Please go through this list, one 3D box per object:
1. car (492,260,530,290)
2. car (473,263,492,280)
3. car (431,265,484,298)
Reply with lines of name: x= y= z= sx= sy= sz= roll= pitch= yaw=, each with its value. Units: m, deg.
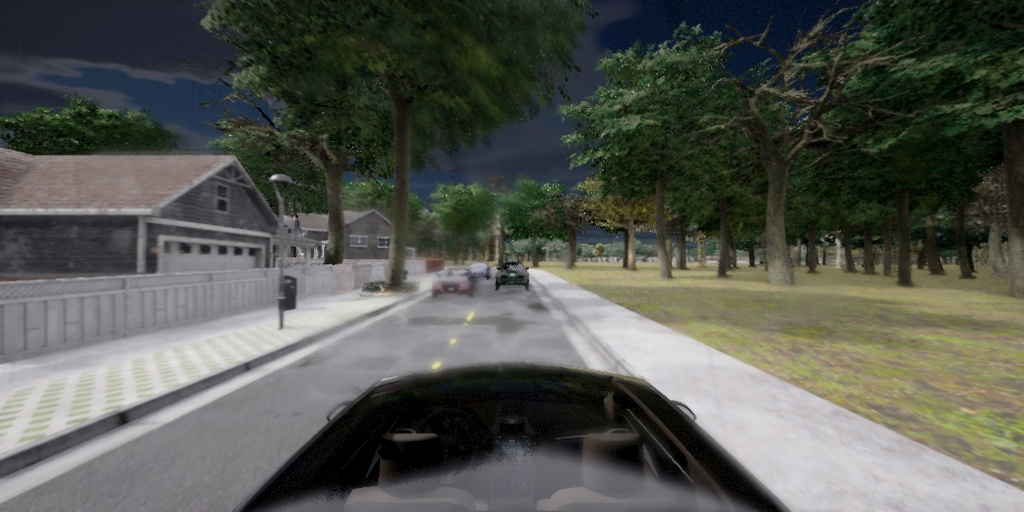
car: x=0.044 y=1.122 z=23.097 sx=2.097 sy=1.767 sz=4.553 roll=0 pitch=0 yaw=1
car: x=-2.797 y=1.308 z=31.460 sx=1.812 sy=1.442 sz=4.674 roll=0 pitch=0 yaw=1
car: x=-2.792 y=1.330 z=18.444 sx=1.994 sy=1.385 sz=4.181 roll=0 pitch=0 yaw=1
